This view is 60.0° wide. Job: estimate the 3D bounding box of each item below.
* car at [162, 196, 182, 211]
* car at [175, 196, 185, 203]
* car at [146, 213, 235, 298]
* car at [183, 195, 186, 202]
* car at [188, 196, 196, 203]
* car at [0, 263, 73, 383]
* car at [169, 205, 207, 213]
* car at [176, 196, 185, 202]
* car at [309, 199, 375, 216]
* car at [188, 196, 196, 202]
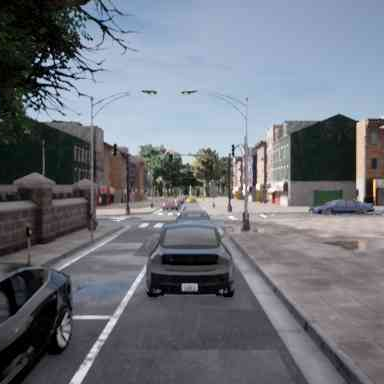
[{"bbox_3d":[-2.660,1.509,41.727,1.967,1.590,4.097,-1,0,0],"label":"car"},{"bbox_3d":[-2.669,1.710,74.335,1.887,1.381,4.507,-1,0,0],"label":"car"},{"bbox_3d":[-0.025,1.511,8.543,1.837,1.490,4.892,0,0,0],"label":"car"},{"bbox_3d":[-2.666,1.675,63.465,1.887,1.381,4.507,-1,0,0],"label":"car"},{"bbox_3d":[-0.011,1.636,71.880,1.882,1.535,5.008,0,0,0],"label":"car"},{"bbox_3d":[-2.645,1.568,3.407,1.947,1.339,4.313,-1,0,0],"label":"car"},{"bbox_3d":[0.095,1.564,16.146,2.033,1.411,5.357,0,0,0],"label":"car"},{"bbox_3d":[-2.670,1.750,79.770,1.947,1.339,4.313,-1,0,0],"label":"car"},{"bbox_3d":[13.443,1.362,30.001,5.357,1.411,2.033,-1,0,0],"label":"car"},{"bbox_3d":[-0.025,1.732,82.314,2.033,1.411,5.357,0,0,0],"label":"car"}]
